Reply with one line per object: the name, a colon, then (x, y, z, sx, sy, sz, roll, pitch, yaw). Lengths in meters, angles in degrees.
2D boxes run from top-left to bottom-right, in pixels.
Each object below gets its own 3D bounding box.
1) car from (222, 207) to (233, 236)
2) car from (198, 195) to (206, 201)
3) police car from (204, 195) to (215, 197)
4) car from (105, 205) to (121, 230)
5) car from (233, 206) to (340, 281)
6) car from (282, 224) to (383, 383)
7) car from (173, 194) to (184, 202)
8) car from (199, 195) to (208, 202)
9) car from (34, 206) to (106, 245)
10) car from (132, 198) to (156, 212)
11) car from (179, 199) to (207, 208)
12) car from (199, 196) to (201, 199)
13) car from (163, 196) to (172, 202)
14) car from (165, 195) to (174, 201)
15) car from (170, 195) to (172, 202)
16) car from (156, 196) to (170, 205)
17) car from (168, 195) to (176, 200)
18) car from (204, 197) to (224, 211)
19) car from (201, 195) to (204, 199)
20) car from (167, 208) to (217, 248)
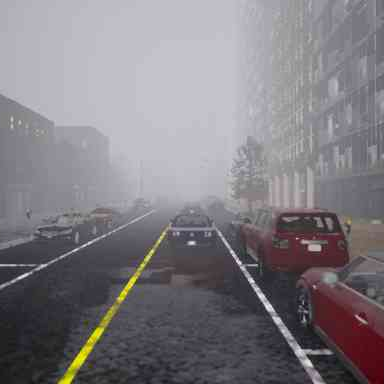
car: (2.702, 1.570, 15.362, 1.947, 1.339, 4.313, 1, 0, 0)
car: (2.668, 1.610, 88.736, 1.947, 1.339, 4.313, 1, 0, 0)
police car: (3.134, 1.444, 48.308, 1.930, 1.638, 5.238, 0, 0, 0)
car: (-5.678, 1.551, 21.062, 1.887, 1.381, 4.507, 1, 0, 0)
car: (2.705, 1.317, 9.719, 2.192, 1.841, 5.009, 1, 0, 0)
car: (2.703, 1.440, 4.075, 1.967, 1.590, 4.097, 1, 0, 0)
car: (-3.000, 1.284, 75.954, 2.097, 1.767, 4.553, 0, 0, 0)
car: (2.670, 1.476, 77.447, 1.967, 1.590, 4.097, 1, 0, 0)
car: (-5.678, 1.554, 15.418, 2.008, 1.369, 4.403, 1, 0, 0)
car: (-5.677, 1.454, 37.995, 1.967, 1.590, 4.097, 1, 0, 0)
car: (0.000, 1.583, 29.653, 1.994, 1.385, 4.181, 0, 0, 0)
car: (2.668, 1.595, 66.159, 1.947, 1.339, 4.313, 1, 0, 0)
car: (-5.679, 1.618, 77.502, 1.802, 1.307, 4.206, 1, 0, 0)
car: (-5.679, 1.585, 83.146, 1.887, 1.381, 4.507, 1, 0, 0)
car: (-5.677, 1.469, 66.215, 1.967, 1.590, 4.097, 1, 0, 0)
car: (-5.679, 1.591, 60.570, 1.947, 1.339, 4.313, 1, 0, 0)
car: (-5.679, 1.614, 94.434, 1.947, 1.339, 4.313, 1, 0, 0)
car: (2.701, 1.580, 37.939, 1.947, 1.339, 4.313, 1, 0, 0)
car: (3.112, 1.375, 55.170, 2.097, 1.767, 4.553, 0, 0, 0)
car: (0.000, 1.621, 14.682, 1.895, 1.301, 4.718, 0, 0, 0)
